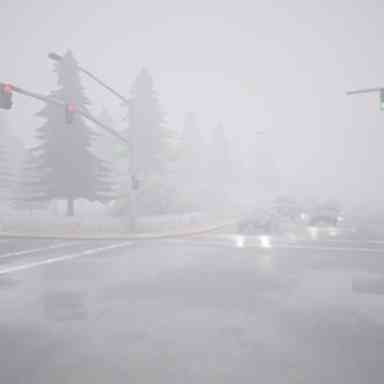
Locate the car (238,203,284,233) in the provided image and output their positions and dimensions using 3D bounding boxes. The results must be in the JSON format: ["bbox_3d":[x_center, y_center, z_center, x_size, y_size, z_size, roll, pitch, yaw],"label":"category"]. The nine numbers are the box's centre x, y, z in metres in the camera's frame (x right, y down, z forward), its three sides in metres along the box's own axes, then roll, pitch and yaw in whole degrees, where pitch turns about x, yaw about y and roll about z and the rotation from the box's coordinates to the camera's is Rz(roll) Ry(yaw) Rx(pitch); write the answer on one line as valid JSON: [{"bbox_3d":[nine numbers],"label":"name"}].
[{"bbox_3d":[4.366,1.690,21.293,1.812,1.442,4.674,-1,-1,25],"label":"car"}]

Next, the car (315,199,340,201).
[{"bbox_3d":[13.781,1.678,33.290,1.994,1.385,4.181,-1,-1,26],"label":"car"}]

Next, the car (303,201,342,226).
[{"bbox_3d":[9.906,1.646,24.914,2.033,1.411,5.357,-1,-1,25],"label":"car"}]

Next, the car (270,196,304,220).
[{"bbox_3d":[8.435,1.402,30.103,2.150,2.045,5.566,-1,-1,25],"label":"car"}]

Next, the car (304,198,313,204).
[{"bbox_3d":[12.729,1.745,39.406,2.033,1.411,5.357,-1,-1,25],"label":"car"}]

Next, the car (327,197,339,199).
[{"bbox_3d":[17.797,1.482,42.020,2.097,1.767,4.553,-1,-1,25],"label":"car"}]

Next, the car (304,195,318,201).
[{"bbox_3d":[17.706,1.440,50.131,2.150,2.045,5.566,-1,-1,25],"label":"car"}]
